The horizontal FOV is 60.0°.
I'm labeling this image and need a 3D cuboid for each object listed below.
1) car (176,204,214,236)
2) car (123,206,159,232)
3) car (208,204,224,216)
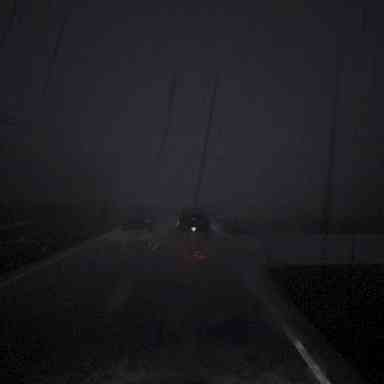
[{"bbox_3d":[0.095,1.715,19.887,1.837,1.490,4.892,0,-1,0],"label":"car"},{"bbox_3d":[-3.339,1.713,22.245,1.882,1.535,5.008,0,-1,-1],"label":"car"},{"bbox_3d":[1.727,1.934,35.050,1.994,1.385,4.181,-1,-1,34],"label":"car"}]
